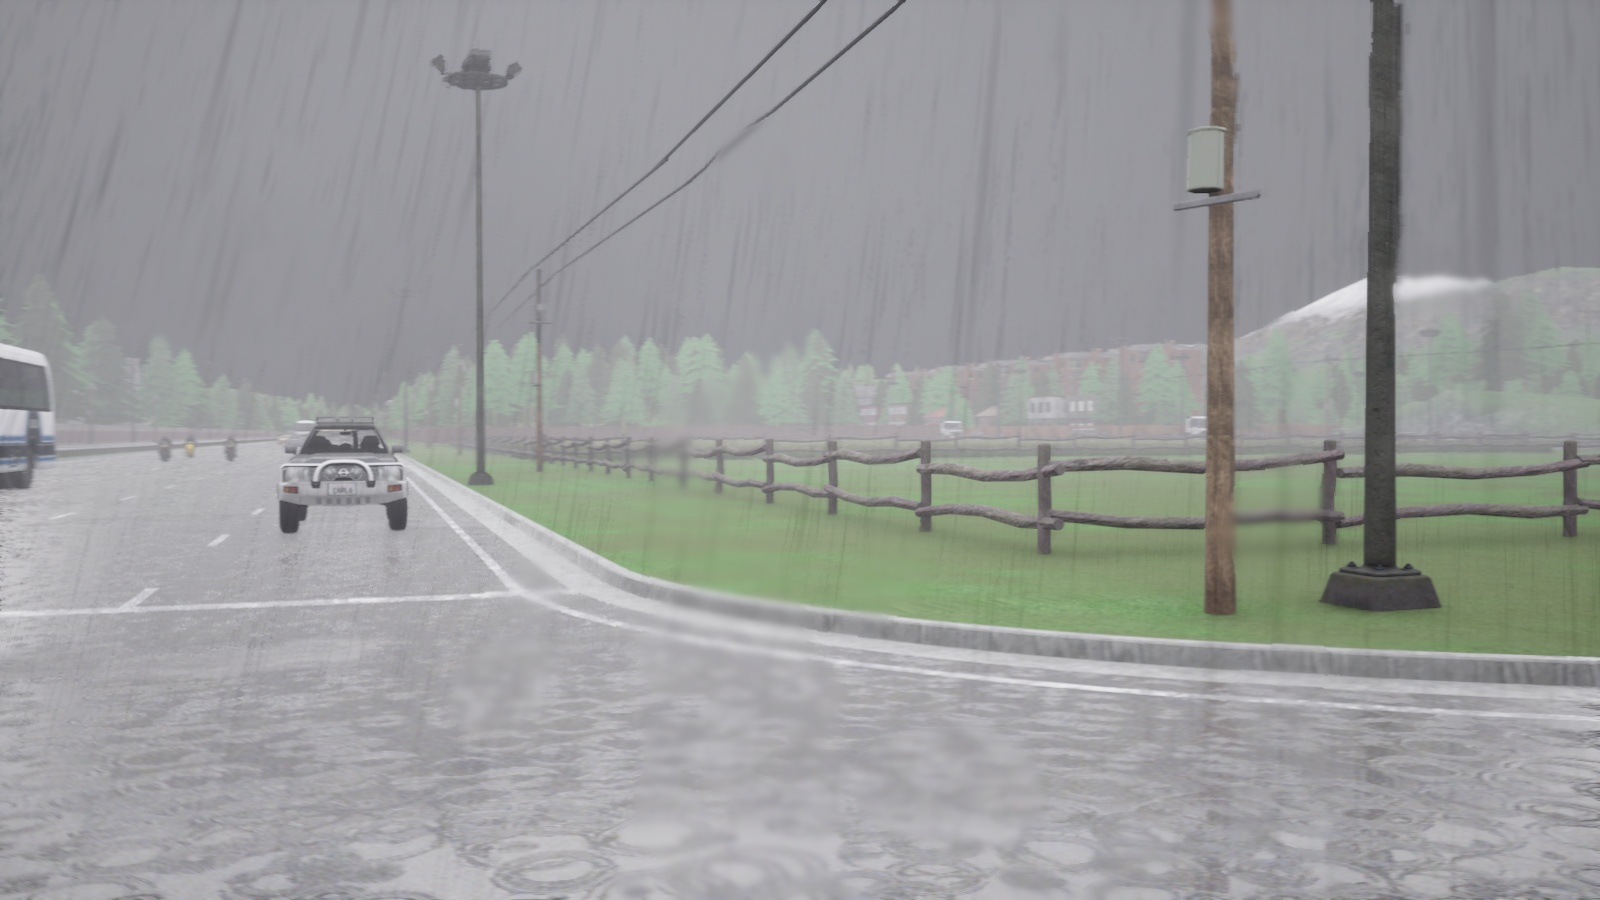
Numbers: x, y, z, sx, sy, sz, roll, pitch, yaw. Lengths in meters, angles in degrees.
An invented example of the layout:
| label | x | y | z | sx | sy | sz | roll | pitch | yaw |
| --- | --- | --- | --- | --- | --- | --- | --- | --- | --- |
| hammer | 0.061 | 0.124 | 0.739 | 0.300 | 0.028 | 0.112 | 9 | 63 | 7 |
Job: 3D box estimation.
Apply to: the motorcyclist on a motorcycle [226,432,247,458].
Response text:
| label | x | y | z | sx | sy | sz | roll | pitch | yaw |
| --- | --- | --- | --- | --- | --- | --- | --- | --- | --- |
| motorcyclist on a motorcycle | -32.710 | -0.297 | 72.916 | 0.866 | 1.530 | 2.191 | 0 | 1 | -19 |

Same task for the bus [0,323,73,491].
| label | x | y | z | sx | sy | sz | roll | pitch | yaw |
| --- | --- | --- | --- | --- | --- | --- | --- | --- | --- |
| bus | -23.002 | -1.123 | 33.761 | 3.944 | 4.253 | 10.273 | 0 | 1 | -18 |

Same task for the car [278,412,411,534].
| label | x | y | z | sx | sy | sz | roll | pitch | yaw |
| --- | --- | --- | --- | --- | --- | --- | --- | --- | --- |
| car | -7.741 | 0.311 | 21.518 | 1.932 | 1.855 | 4.605 | 0 | 1 | -19 |

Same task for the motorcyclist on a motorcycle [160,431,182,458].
| label | x | y | z | sx | sy | sz | roll | pitch | yaw |
| --- | --- | --- | --- | --- | --- | --- | --- | --- | --- |
| motorcyclist on a motorcycle | -36.193 | -0.305 | 72.283 | 0.866 | 1.530 | 2.191 | 0 | 1 | -19 |
